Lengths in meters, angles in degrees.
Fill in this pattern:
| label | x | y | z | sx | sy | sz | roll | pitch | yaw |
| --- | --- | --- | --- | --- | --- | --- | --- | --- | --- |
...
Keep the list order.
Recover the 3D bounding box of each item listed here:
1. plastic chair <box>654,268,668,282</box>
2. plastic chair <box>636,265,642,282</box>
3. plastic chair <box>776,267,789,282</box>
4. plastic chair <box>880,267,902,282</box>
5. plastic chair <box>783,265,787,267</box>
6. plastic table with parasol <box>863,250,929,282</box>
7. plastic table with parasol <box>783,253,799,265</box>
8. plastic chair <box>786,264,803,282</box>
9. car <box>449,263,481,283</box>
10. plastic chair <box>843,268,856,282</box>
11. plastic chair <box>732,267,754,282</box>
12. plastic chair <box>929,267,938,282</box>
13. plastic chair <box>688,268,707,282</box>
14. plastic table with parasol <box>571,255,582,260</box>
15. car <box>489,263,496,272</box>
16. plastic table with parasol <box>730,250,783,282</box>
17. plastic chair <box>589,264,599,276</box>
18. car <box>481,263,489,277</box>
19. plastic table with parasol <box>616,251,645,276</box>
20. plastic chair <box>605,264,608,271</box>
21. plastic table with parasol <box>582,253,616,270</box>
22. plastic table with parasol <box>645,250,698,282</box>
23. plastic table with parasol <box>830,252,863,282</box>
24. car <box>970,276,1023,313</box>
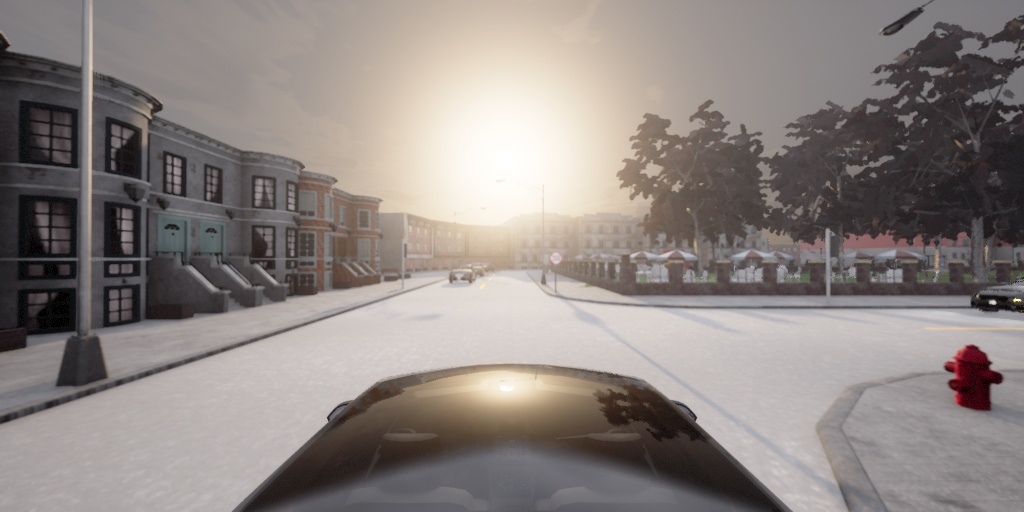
| label | x | y | z | sx | sy | sz | roll | pitch | yaw |
| --- | --- | --- | --- | --- | --- | --- | --- | --- | --- |
| plastic chair | 9.031 | 1.496 | 21.127 | 0.730 | 1.272 | 0.750 | 0 | 0 | -40 |
| plastic chair | 8.589 | 1.493 | 25.617 | 0.730 | 1.272 | 0.750 | 0 | 0 | -40 |
| plastic chair | 16.193 | 1.471 | 21.901 | 0.750 | 1.272 | 0.730 | 0 | 0 | -35 |
| plastic chair | 22.708 | 1.448 | 21.413 | 0.730 | 1.272 | 0.750 | 0 | 0 | -39 |
| plastic chair | 19.143 | 1.500 | 25.911 | 0.750 | 1.272 | 0.730 | 0 | 0 | -35 |
| plastic table with parasol | 23.733 | 0.849 | 22.168 | 2.482 | 2.480 | 2.482 | 0 | 0 | -40 |
| plastic table with parasol | 22.048 | 0.850 | 30.133 | 2.482 | 2.480 | 2.482 | 0 | 0 | -39 |
| plastic chair | 22.892 | 1.509 | 29.140 | 0.750 | 1.272 | 0.730 | 0 | 0 | -34 |
| car | -4.130 | 1.472 | 30.403 | 2.128 | 1.511 | 4.902 | 0 | 0 | 0 |
| plastic chair | 25.438 | 1.495 | 26.745 | 0.730 | 1.272 | 0.750 | 0 | 0 | -40 |
| plastic chair | 14.260 | 1.485 | 22.129 | 0.730 | 1.272 | 0.750 | 0 | 0 | -40 |
| plastic chair | 24.633 | 1.473 | 21.195 | 0.750 | 1.272 | 0.730 | 0 | 0 | -35 |
| plastic chair | 10.963 | 1.494 | 20.899 | 0.750 | 1.272 | 0.730 | 0 | 0 | -35 |
| plastic table with parasol | 9.210 | 1.109 | 48.146 | 2.482 | 2.480 | 2.482 | 0 | 0 | 0 |
| car | -3.899 | 1.706 | 52.427 | 2.033 | 1.411 | 5.357 | 0 | 0 | 15 |
| plastic table with parasol | 15.291 | 0.875 | 22.874 | 2.482 | 2.480 | 2.482 | 0 | 0 | -40 |
| plastic chair | 9.023 | 1.576 | 39.726 | 0.730 | 1.272 | 0.750 | 0 | 0 | -40 |
| car | -4.131 | 1.554 | 40.494 | 2.128 | 1.511 | 4.902 | 0 | 0 | 0 |
| plastic table with parasol | 9.619 | 0.899 | 26.361 | 2.482 | 2.480 | 2.482 | 0 | 0 | -40 |
| plastic chair | 10.954 | 1.571 | 39.438 | 0.750 | 1.272 | 0.730 | 0 | 0 | -32 |
| plastic table with parasol | 10.008 | 0.943 | 40.451 | 2.482 | 2.480 | 2.482 | 0 | 0 | -38 |
| plastic table with parasol | 10.061 | 0.898 | 21.871 | 2.482 | 2.480 | 2.482 | 0 | 0 | -40 |
| plastic table with parasol | 26.468 | 0.902 | 27.489 | 2.482 | 2.480 | 2.482 | 0 | 0 | -40 |
| car | 18.908 | 1.340 | 12.300 | 4.892 | 1.490 | 1.837 | 0 | 0 | 0 |
